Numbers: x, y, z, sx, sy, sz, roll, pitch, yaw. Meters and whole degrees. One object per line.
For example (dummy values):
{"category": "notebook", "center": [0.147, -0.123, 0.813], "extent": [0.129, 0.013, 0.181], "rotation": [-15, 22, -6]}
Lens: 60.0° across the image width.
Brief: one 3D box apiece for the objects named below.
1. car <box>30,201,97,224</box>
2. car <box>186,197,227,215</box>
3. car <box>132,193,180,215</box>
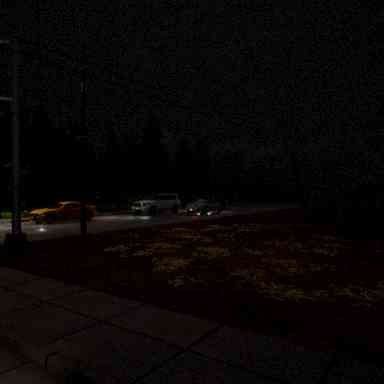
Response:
{"category": "car", "center": [-9.579, 1.484, 25.030], "extent": [1.882, 1.535, 5.008], "rotation": [0, 0, 37]}
{"category": "car", "center": [1.271, 1.454, 33.442], "extent": [1.812, 1.442, 4.674], "rotation": [0, 0, 37]}
{"category": "car", "center": [-3.464, 1.174, 33.270], "extent": [2.150, 2.045, 5.566], "rotation": [0, 0, 36]}
